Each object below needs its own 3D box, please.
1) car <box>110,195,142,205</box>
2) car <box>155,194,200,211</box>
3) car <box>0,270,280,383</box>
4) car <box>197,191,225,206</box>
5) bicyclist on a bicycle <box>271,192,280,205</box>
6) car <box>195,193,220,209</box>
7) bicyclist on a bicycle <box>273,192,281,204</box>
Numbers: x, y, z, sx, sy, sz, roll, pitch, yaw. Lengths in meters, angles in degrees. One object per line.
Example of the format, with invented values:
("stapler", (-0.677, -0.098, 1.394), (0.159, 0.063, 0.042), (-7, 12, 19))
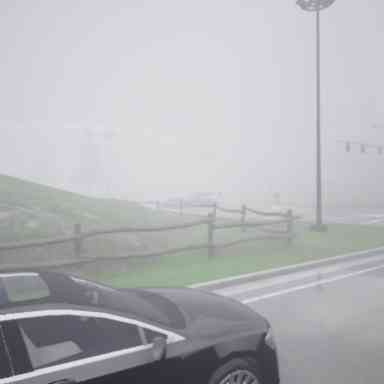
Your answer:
("car", (-10.037, 1.177, 50.697), (5.008, 1.535, 1.882), (0, 0, 16))
("car", (-1.888, 1.264, 36.054), (4.674, 1.442, 1.812), (0, 0, 31))
("car", (-1.356, 1.483, 2.826), (4.902, 1.511, 2.128), (-1, 1, -33))
("car", (1.481, 0.879, 42.291), (5.566, 2.045, 2.150), (-1, 0, 29))
("bicyclist on a bicycle", (11.304, 0.851, 44.925), (0.582, 1.620, 1.656), (0, 1, 36))
("car", (0.286, 1.175, 38.835), (5.008, 1.535, 1.882), (0, 0, 31))
("bicyclist on a bicycle", (11.664, 0.850, 44.663), (0.582, 1.620, 1.656), (0, 1, 36))
